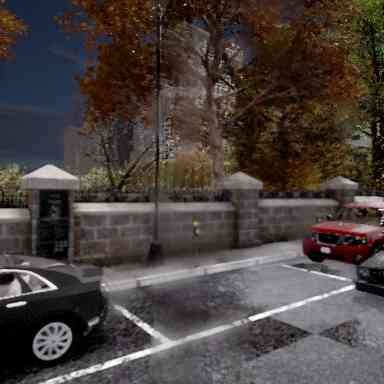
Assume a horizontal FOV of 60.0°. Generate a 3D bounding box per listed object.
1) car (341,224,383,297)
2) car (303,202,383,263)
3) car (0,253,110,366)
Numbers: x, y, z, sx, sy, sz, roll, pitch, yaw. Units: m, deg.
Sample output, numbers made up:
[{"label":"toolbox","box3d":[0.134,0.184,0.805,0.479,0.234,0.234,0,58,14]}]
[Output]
[{"label":"car","box3d":[5.889,1.511,7.578,5.357,1.411,2.033,0,0,-35]},{"label":"car","box3d":[5.729,1.272,10.621,5.009,1.841,2.192,0,1,-35]},{"label":"car","box3d":[-3.268,1.552,4.212,4.403,1.369,2.008,0,1,-35]}]
